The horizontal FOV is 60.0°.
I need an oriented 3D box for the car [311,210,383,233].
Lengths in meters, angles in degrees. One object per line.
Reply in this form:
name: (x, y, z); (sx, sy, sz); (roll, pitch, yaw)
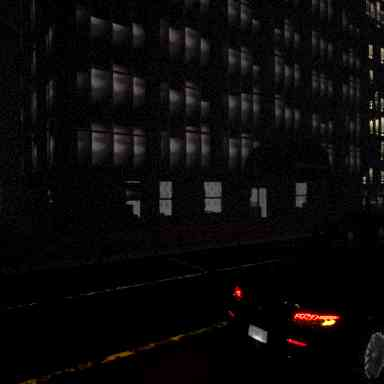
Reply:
car: (7.474, 1.542, 15.764); (4.507, 1.381, 1.887); (0, -1, -35)

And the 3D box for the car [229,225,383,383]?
car: (2.658, 1.524, 5.335); (4.674, 1.442, 1.812); (0, 0, -36)
